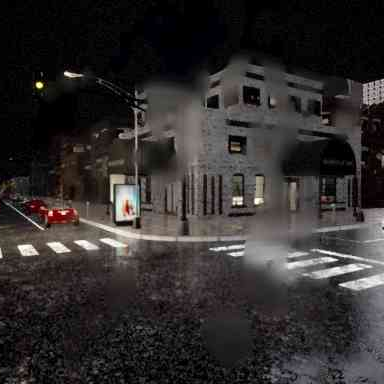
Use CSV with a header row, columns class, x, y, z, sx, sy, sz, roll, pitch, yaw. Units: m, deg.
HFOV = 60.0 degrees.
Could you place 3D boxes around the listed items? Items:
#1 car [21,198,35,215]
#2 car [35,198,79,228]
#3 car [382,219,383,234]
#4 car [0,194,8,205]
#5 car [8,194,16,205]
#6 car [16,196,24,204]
class,x,y,z,sx,sy,sz,roll,pitch,yaw
car,-14.515,1.386,31.067,1.802,1.307,4.206,-1,1,-31
car,-8.596,1.290,21.330,1.967,1.590,4.097,-1,1,-31
car,10.607,1.069,14.384,5.566,2.045,2.150,0,1,-32
car,-29.641,1.296,50.968,1.994,1.385,4.181,-1,0,-31
car,-26.354,1.270,50.536,2.008,1.369,4.403,-1,1,-31
car,-17.475,1.333,35.934,2.008,1.369,4.403,-1,1,-31
